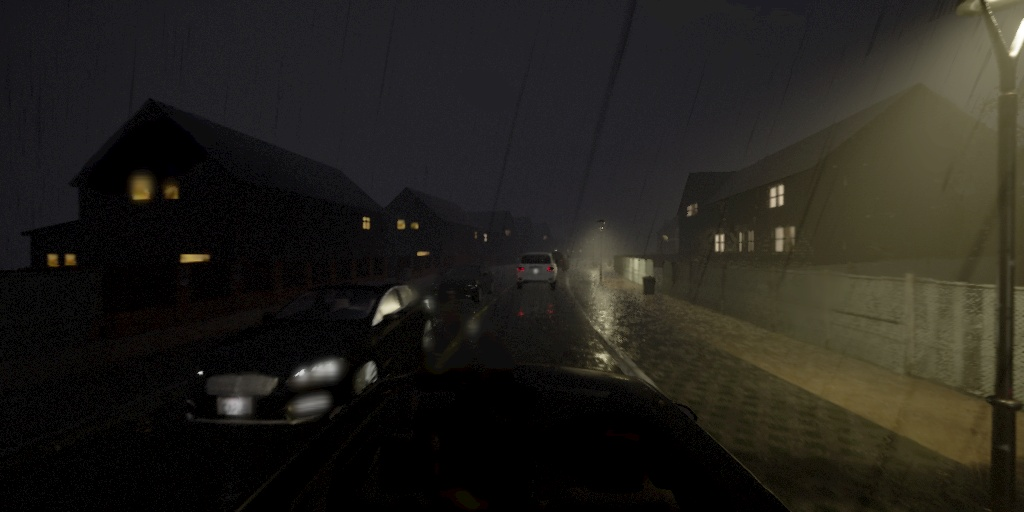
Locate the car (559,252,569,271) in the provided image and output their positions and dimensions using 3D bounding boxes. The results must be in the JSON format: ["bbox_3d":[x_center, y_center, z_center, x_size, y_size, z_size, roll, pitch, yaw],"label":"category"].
[{"bbox_3d":[4.886,0.540,38.683,2.150,2.045,5.566,0,1,14],"label":"car"}]

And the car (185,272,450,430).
[{"bbox_3d":[-2.650,1.203,5.990,2.128,1.511,4.902,0,0,2],"label":"car"}]

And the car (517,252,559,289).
[{"bbox_3d":[1.558,0.777,21.371,2.150,2.045,5.566,0,1,7],"label":"car"}]

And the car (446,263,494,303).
[{"bbox_3d":[-2.012,1.091,15.978,1.882,1.535,5.008,0,1,6],"label":"car"}]
